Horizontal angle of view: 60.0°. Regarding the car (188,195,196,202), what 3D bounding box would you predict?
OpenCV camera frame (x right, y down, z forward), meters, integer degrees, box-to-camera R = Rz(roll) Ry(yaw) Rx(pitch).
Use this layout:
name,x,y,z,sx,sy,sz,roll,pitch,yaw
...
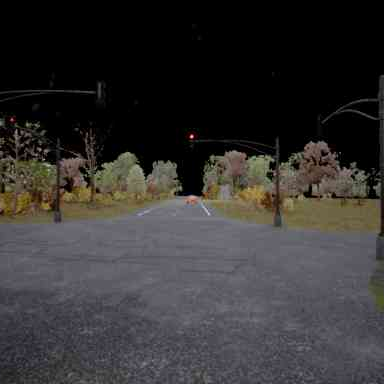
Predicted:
name,x,y,z,sx,sy,sz,roll,pitch,yaw
car,0.021,1.450,78.014,1.812,1.442,4.674,0,0,0

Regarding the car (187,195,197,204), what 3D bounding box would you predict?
name,x,y,z,sx,sy,sz,roll,pitch,yaw
car,0.019,1.424,67.978,2.097,1.767,4.553,0,0,0
